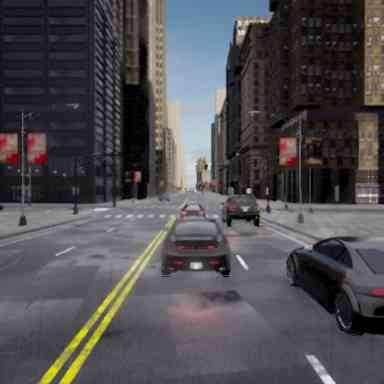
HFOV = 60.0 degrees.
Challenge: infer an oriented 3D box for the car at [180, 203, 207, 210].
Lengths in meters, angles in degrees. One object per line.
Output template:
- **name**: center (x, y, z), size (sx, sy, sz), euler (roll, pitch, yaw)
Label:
- **car**: center (0.112, 1.573, 24.677), size (1.812, 1.442, 4.674), euler (0, -1, 1)

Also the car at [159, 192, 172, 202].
- **car**: center (-6.488, 1.285, 77.891), size (2.150, 2.045, 5.566), euler (0, 0, 0)

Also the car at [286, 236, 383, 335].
- **car**: center (3.351, 1.578, 6.721), size (1.994, 1.385, 4.181), euler (0, 0, 0)

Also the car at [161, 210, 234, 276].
- **car**: center (0.103, 1.526, 10.409), size (1.837, 1.490, 4.892), euler (0, 0, 0)

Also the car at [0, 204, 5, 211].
- **car**: center (-22.774, 1.477, 36.063), size (4.507, 1.381, 1.887), euler (0, 0, 0)

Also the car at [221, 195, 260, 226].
- **car**: center (3.353, 1.259, 23.593), size (2.150, 2.045, 5.566), euler (0, -1, 0)
